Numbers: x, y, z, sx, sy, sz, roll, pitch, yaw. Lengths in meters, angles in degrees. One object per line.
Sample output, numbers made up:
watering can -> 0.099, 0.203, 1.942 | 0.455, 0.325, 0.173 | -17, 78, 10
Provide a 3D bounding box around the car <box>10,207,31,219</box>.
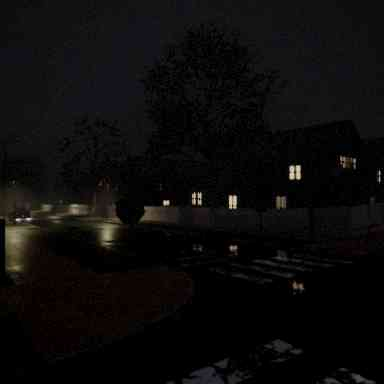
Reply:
car -> -22.836, 2.726, 44.170 | 2.033, 1.411, 5.357 | 1, -2, -36
